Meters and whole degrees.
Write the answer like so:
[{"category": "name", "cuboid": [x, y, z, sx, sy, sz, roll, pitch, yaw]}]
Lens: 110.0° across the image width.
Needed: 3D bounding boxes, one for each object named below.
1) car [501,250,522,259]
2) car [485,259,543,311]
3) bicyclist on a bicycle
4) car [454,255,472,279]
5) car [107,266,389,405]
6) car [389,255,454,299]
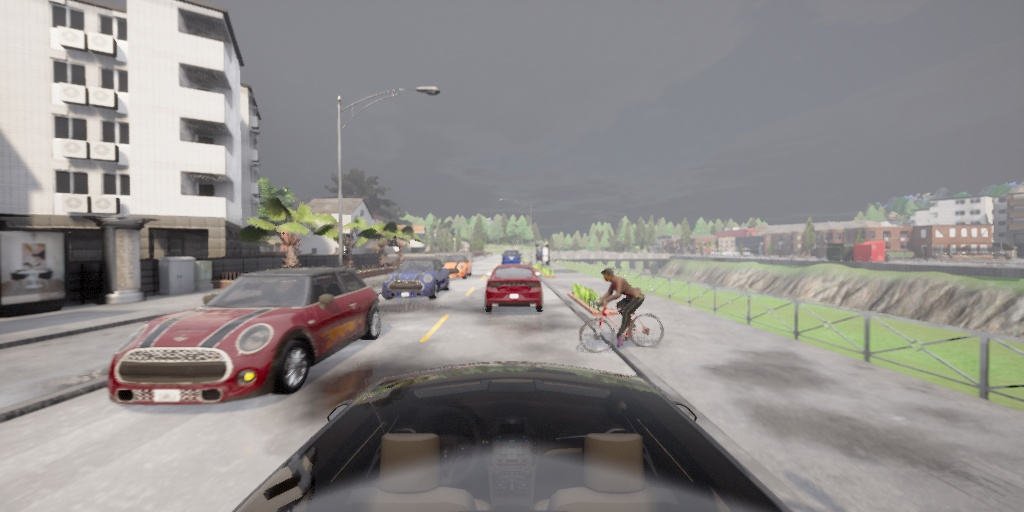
[{"category": "car", "cuboid": [-0.071, 0.333, 40.932, 2.150, 2.045, 5.566, 0, 1, 0]}, {"category": "car", "cuboid": [0.057, 1.036, 13.428, 1.882, 1.535, 5.008, 0, 1, 0]}, {"category": "bicyclist on a bicycle", "cuboid": [2.072, 1.038, 6.925, 1.656, 1.620, 0.582, -6, 1, 0]}, {"category": "car", "cuboid": [-4.179, 0.707, 26.334, 2.097, 1.767, 4.553, 0, 1, 0]}, {"category": "car", "cuboid": [-4.113, 1.030, 6.499, 2.097, 1.767, 4.553, 0, 1, 0]}, {"category": "car", "cuboid": [-4.154, 0.873, 16.184, 2.097, 1.767, 4.553, 0, 1, 0]}]
